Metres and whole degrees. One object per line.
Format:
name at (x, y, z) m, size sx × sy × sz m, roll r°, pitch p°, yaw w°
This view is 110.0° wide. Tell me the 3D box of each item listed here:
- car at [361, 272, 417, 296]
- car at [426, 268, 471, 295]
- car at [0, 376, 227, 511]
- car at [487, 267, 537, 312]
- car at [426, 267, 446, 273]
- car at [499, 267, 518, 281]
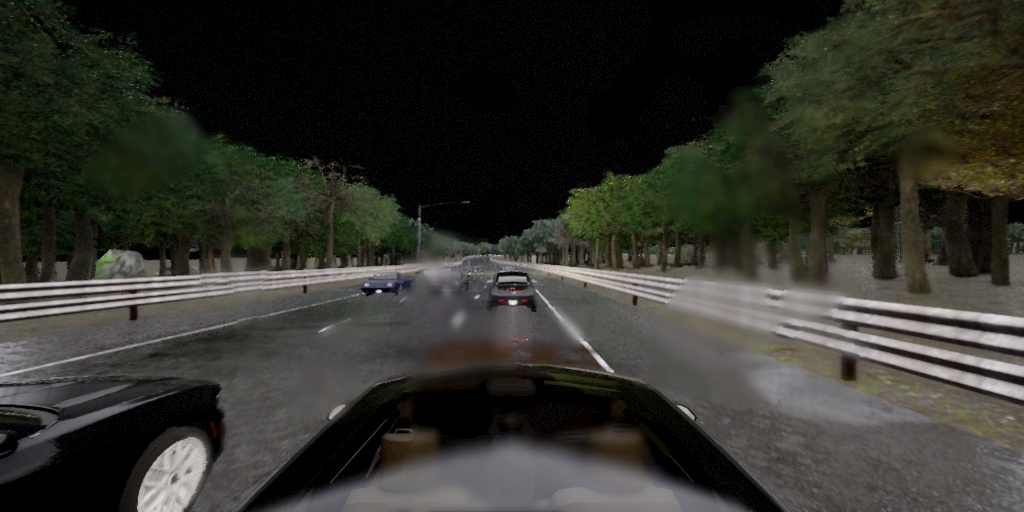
car at (-7.051, 1.591, 21.123) m, size 1.895 × 1.301 × 4.718 m, roll 0°, pitch -1°, yaw -1°
car at (-3.558, 1.598, 21.658) m, size 1.895 × 1.301 × 4.718 m, roll 0°, pitch -1°, yaw -1°
car at (-3.414, 1.219, 1.053) m, size 1.882 × 1.535 × 5.008 m, roll 0°, pitch -1°, yaw 0°
car at (0.013, 1.424, 15.280) m, size 1.837 × 1.490 × 4.892 m, roll 0°, pitch 0°, yaw 0°
car at (-7.387, 1.786, 36.673) m, size 1.895 × 1.301 × 4.718 m, roll 0°, pitch -1°, yaw -2°
car at (-0.398, 1.790, 37.154) m, size 1.895 × 1.301 × 4.718 m, roll 0°, pitch -1°, yaw -2°
